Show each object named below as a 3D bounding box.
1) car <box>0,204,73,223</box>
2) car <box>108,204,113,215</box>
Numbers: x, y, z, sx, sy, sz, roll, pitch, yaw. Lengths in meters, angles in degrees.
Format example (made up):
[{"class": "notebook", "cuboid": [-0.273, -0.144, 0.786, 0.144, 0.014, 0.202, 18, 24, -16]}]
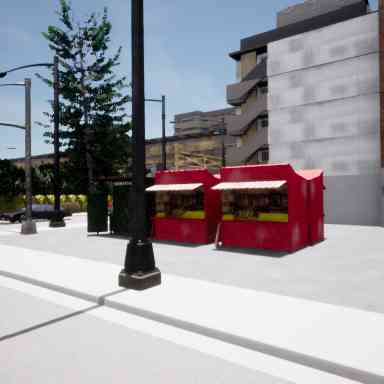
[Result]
[{"class": "car", "cuboid": [-12.427, 1.686, 26.946, 2.033, 1.411, 5.357, -1, -1, 36]}, {"class": "car", "cuboid": [-6.893, 1.490, 34.590, 2.097, 1.767, 4.553, -1, -1, 36]}]
